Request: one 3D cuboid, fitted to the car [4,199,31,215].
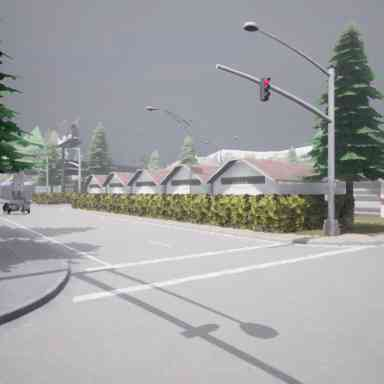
[{"bbox_3d":[-17.677,1.442,33.555,1.994,1.385,4.181,0,0,-37],"label":"car"}]
